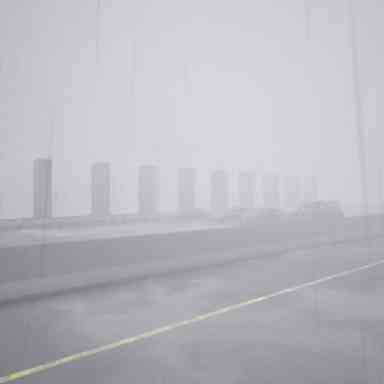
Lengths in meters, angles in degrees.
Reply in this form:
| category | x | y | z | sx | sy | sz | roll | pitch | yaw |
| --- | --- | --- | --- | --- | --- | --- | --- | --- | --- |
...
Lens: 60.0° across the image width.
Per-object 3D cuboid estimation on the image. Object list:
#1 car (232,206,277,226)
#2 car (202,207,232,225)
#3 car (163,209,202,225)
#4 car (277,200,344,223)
| category | x | y | z | sx | sy | sz | roll | pitch | yaw |
| --- | --- | --- | --- | --- | --- | --- | --- | --- | --- |
| car | 5.813 | 1.976 | 26.741 | 4.892 | 1.490 | 1.837 | 0 | -1 | -38 |
| car | 3.576 | 2.057 | 29.433 | 4.892 | 1.490 | 1.837 | 0 | -1 | -38 |
| car | -0.298 | 2.224 | 30.627 | 4.718 | 1.301 | 1.895 | 0 | -1 | -38 |
| car | 9.201 | 1.617 | 24.898 | 5.566 | 2.045 | 2.150 | 1 | -2 | -38 |
